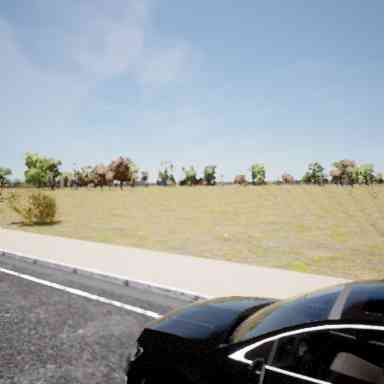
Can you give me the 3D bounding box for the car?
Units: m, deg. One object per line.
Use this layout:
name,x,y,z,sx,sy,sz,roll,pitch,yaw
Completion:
car,1.577,1.507,2.589,4.892,1.490,1.837,0,0,36
